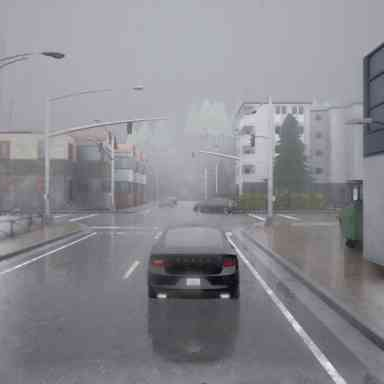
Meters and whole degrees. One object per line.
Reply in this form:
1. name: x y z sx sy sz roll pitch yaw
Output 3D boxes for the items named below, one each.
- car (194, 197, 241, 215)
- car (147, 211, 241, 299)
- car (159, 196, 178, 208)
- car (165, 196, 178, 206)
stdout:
1. car: 2.420 1.314 32.169 4.553 1.767 2.097 0 -1 39
2. car: 0.052 1.478 8.505 1.882 1.535 5.008 0 0 1
3. car: -3.567 1.547 47.423 2.033 1.411 5.357 0 0 0
4. car: -3.550 1.477 57.738 1.882 1.535 5.008 0 0 1
